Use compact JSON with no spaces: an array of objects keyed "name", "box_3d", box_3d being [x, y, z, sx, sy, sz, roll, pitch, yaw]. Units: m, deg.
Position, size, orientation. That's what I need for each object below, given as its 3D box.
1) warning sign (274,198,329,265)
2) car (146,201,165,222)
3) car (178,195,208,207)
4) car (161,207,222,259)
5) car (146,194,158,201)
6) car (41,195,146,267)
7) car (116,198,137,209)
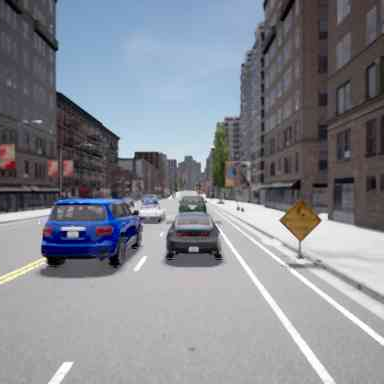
[{"name":"warning sign","box_3d":[3.233,1.126,9.956,1.300,1.860,1.060,0,0,0]},{"name":"car","box_3d":[-3.182,1.642,26.530,1.895,1.301,4.718,0,0,0]},{"name":"car","box_3d":[0.070,1.265,26.767,2.150,2.045,5.566,0,0,1]},{"name":"car","box_3d":[0.072,1.517,12.564,1.837,1.490,4.892,0,0,0]},{"name":"car","box_3d":[-6.550,1.387,52.100,2.150,2.045,5.566,0,-1,0]},{"name":"car","box_3d":[-3.183,1.235,11.628,2.150,2.045,5.566,0,0,0]},{"name":"car","box_3d":[-9.813,1.640,49.969,2.128,1.511,4.902,0,0,0]}]
